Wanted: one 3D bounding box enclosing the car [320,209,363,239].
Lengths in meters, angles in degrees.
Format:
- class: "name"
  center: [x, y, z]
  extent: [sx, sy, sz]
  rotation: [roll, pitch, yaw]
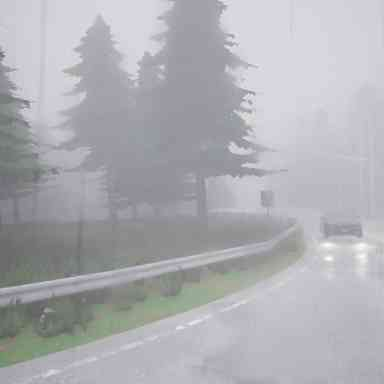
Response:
- class: "car"
  center: [8.595, 1.771, 19.499]
  extent: [1.882, 1.535, 5.008]
  rotation: [-3, -2, 17]
